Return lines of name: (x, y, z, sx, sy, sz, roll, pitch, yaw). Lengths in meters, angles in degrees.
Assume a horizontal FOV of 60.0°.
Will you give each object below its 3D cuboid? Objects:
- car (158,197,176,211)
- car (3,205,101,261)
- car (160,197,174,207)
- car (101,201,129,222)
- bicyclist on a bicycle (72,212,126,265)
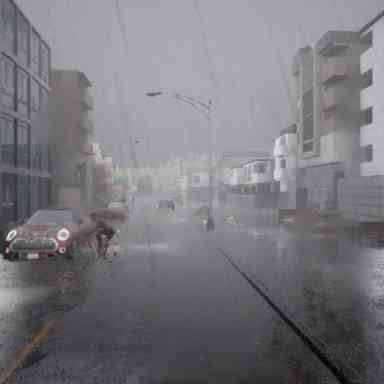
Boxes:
car: (-3.097, 1.505, 40.933, 1.837, 1.490, 4.892, 0, 0, -5)
car: (-5.001, 1.351, 12.319, 2.097, 1.767, 4.553, 0, 0, -5)
car: (-3.929, 1.547, 51.223, 2.033, 1.411, 5.357, 0, 0, -5)
car: (-6.127, 1.477, 26.433, 1.882, 1.535, 5.008, 0, 0, -4)
bicyclist on a bicycle: (-2.854, 1.452, 10.233, 1.656, 1.620, 0.582, -1, 0, -5)
